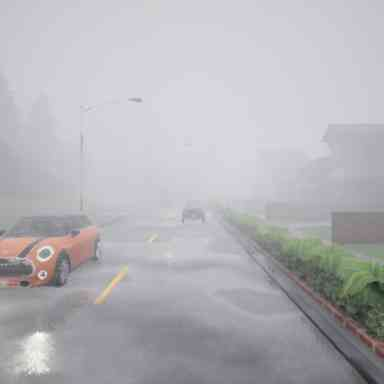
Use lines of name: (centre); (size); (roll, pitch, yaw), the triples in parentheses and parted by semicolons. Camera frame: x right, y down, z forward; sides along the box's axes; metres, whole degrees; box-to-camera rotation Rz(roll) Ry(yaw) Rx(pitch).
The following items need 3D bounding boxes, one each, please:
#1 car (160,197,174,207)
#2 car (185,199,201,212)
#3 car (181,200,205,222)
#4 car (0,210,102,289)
car: (-4.004, 1.602, 54.110); (2.097, 1.767, 4.553); (0, 0, 0)
car: (0.104, 1.707, 43.555); (2.033, 1.411, 5.357); (0, 0, 0)
car: (0.097, 1.625, 27.086); (1.812, 1.442, 4.674); (0, 0, 0)
car: (-4.100, 1.387, 9.379); (2.097, 1.767, 4.553); (0, 0, 0)
